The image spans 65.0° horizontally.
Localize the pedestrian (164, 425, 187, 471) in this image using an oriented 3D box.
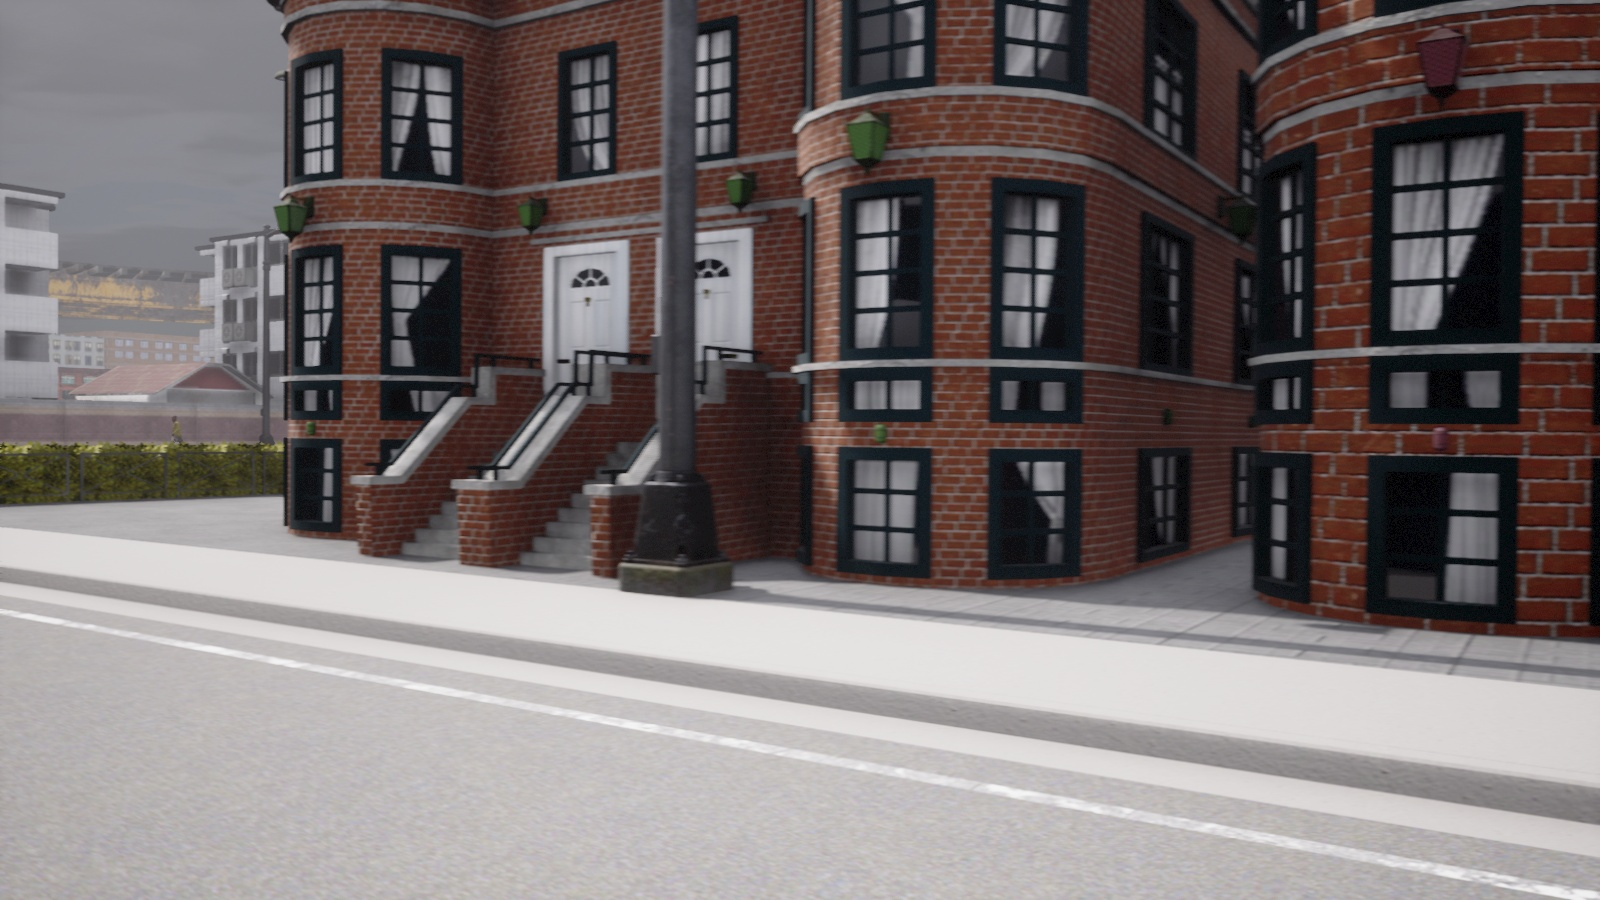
[{"bbox_3d":[-25.136,-0.076,50.541,0.370,1.835,0.726,0,1,36],"label":"pedestrian"}]
